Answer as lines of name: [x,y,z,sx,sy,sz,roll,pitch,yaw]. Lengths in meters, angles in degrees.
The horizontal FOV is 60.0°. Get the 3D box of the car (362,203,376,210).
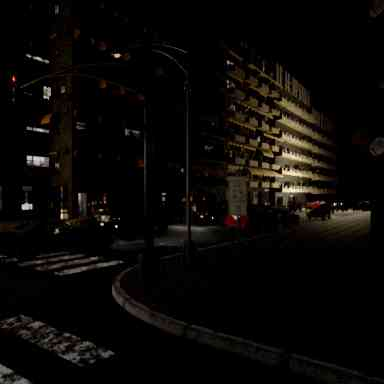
car: [36.424,2.971,68.451,1.947,1.339,4.313,-1,-2,35]

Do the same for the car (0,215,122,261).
car: [-5.380,1.770,13.076,1.895,1.301,4.718,0,-1,43]

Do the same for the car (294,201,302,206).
car: [16.578,2.340,54.608,2.192,1.841,5.009,-1,-2,35]

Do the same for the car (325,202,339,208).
car: [32.786,3.067,77.824,1.887,1.381,4.507,-1,-2,35]

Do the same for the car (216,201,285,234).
car: [4.010,1.711,22.016,2.192,1.841,5.009,-1,-2,35]

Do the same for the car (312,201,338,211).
car: [19.421,2.456,48.536,1.837,1.490,4.892,0,-1,35]

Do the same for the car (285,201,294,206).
car: [13.240,2.446,49.819,1.752,1.417,4.829,-1,-2,35]

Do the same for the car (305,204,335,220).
car: [13.735,2.284,35.941,1.802,1.307,4.206,-1,-2,35]

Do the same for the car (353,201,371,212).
car: [29.939,2.522,59.169,2.192,1.841,5.009,-1,-2,35]

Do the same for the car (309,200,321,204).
car: [23.062,2.771,63.892,1.887,1.381,4.507,-1,-2,35]

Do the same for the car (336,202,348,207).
car: [39.270,3.282,87.114,1.947,1.339,4.313,-1,-2,35]

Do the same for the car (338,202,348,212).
car: [25.302,2.626,56.973,2.128,1.511,4.902,0,-1,35]

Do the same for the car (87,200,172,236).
car: [-3.543,1.541,21.224,2.150,2.045,5.566,0,-1,35]

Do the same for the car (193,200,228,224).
car: [2.367,1.728,29.693,2.150,2.045,5.566,0,-1,34]

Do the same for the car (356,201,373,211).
car: [33.181,2.622,63.814,2.192,1.841,5.009,-1,-2,35]

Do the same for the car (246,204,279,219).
car: [8.094,2.191,37.874,1.837,1.490,4.892,0,-1,35]

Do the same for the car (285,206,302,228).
car: [7.253,2.043,26.654,1.887,1.381,4.507,-1,-2,35]
